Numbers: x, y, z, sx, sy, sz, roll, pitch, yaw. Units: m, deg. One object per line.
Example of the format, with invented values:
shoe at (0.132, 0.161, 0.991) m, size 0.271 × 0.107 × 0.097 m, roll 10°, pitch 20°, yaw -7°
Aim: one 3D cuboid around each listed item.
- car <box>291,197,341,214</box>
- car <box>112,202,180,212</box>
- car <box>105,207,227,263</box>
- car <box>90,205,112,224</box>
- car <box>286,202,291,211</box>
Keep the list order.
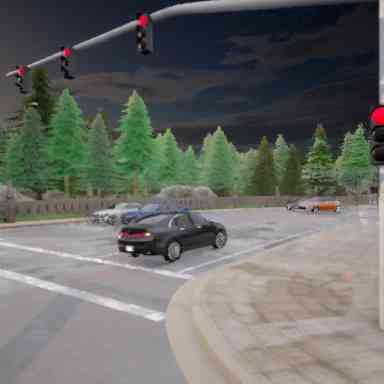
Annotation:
car at (12.781, 1.262, 33.608) m, size 4.553 × 1.767 × 2.097 m, roll 0°, pitch 0°, yaw -25°
car at (-2.256, 1.417, 21.078) m, size 1.882 × 1.535 × 5.008 m, roll 0°, pitch 0°, yaw 39°
car at (-0.500, 1.445, 11.964) m, size 1.837 × 1.490 × 4.892 m, roll -2°, pitch -1°, yaw 35°
car at (-4.884, 1.468, 23.382) m, size 1.812 × 1.442 × 4.674 m, roll 0°, pitch 0°, yaw 40°
car at (12.906, 1.400, 37.521) m, size 4.902 × 1.511 × 2.128 m, roll 0°, pitch 0°, yaw -23°
